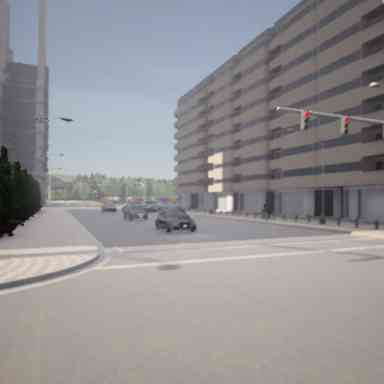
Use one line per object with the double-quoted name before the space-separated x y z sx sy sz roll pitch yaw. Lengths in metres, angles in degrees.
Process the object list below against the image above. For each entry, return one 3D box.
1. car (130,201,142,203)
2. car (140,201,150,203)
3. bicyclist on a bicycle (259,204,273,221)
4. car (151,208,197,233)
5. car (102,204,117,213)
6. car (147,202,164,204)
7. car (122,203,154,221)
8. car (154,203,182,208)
"car" -10.511 2.724 56.078 2.033 1.411 5.357 1 -1 -22
"car" -9.587 2.924 62.889 1.895 1.301 4.718 1 -1 -22
"bicyclist on a bicycle" 7.160 1.985 32.094 1.656 1.620 0.582 0 -1 -22
"car" -1.185 2.051 23.462 1.994 1.385 4.181 1 -1 -22
"car" -13.217 2.588 53.201 1.882 1.535 5.008 1 -2 -22
"car" -5.805 2.733 53.746 1.895 1.301 4.718 1 -1 -22
"car" -5.965 2.225 35.201 2.128 1.511 4.902 1 -1 -22
"car" -2.098 2.236 35.509 2.128 1.511 4.902 1 -1 -22
